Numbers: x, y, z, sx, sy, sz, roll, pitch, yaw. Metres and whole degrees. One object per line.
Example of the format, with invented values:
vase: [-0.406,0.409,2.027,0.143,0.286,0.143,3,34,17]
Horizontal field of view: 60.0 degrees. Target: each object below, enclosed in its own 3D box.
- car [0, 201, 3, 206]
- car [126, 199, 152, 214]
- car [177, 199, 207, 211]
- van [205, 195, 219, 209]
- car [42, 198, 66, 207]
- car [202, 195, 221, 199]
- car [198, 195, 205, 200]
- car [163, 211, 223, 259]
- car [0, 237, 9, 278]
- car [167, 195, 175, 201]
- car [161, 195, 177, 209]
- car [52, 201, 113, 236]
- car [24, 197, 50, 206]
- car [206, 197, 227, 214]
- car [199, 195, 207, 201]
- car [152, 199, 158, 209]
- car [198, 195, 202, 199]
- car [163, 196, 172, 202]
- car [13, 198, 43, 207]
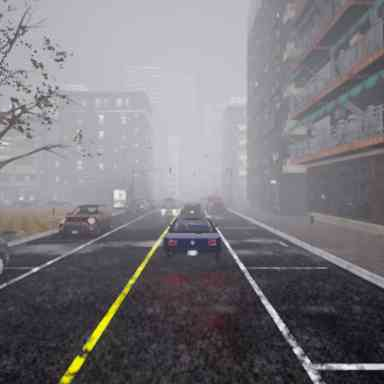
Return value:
car: [-39.175,2.086,65.051,4.206,1.307,1.802,-1,1,0]
car: [-5.699,1.427,34.774,1.967,1.590,4.097,0,0,0]
car: [0.048,1.552,28.403,1.994,1.385,4.181,0,0,1]
van: [2.681,1.328,45.829,1.690,1.788,3.998,0,0,0]
car: [-22.405,1.876,56.583,4.403,1.369,2.008,-1,1,0]
car: [2.681,1.302,40.301,2.192,1.841,5.009,0,0,0]
car: [2.680,1.549,94.794,1.887,1.381,4.507,0,0,0]
car: [0.042,1.593,12.518,1.895,1.301,4.718,0,0,1]
car: [-5.696,1.547,7.136,2.008,1.369,4.403,0,0,0]
car: [-5.701,1.566,89.282,1.947,1.339,4.313,0,0,0]
car: [-3.055,1.512,45.177,1.812,1.442,4.674,0,0,1]
car: [-5.698,1.430,18.191,1.967,1.590,4.097,0,0,0]
car: [-30.275,1.814,65.162,4.097,1.590,1.967,-1,1,0]
car: [2.683,1.532,34.773,1.887,1.381,4.507,0,0,0]
car: [2.680,1.563,83.747,1.947,1.339,4.313,0,0,0]
car: [-5.698,1.569,45.830,1.802,1.307,4.206,0,0,0]
car: [2.681,1.576,78.224,1.802,1.307,4.206,0,0,0]
car: [-5.700,1.560,78.235,1.947,1.339,4.313,0,0,0]
car: [-27.974,1.958,56.542,4.403,1.369,2.008,-1,1,0]
